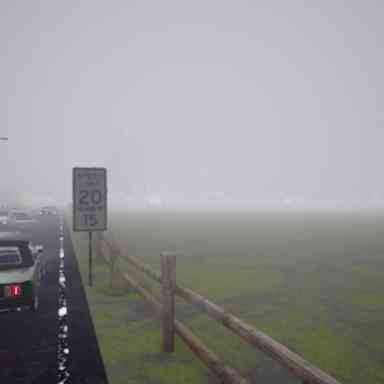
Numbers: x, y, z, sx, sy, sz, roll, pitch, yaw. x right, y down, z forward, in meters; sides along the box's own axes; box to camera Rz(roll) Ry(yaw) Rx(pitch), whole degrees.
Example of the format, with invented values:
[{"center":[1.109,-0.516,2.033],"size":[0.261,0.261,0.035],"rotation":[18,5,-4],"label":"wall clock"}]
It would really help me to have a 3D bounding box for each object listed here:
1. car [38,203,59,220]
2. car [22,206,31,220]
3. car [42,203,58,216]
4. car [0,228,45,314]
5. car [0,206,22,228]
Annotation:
[{"center":[-15.447,2.193,35.679],"size":[2.033,1.411,5.357],"rotation":[0,-1,-21],"label":"car"},{"center":[-18.340,2.231,35.278],"size":[1.994,1.385,4.181],"rotation":[0,-1,-21],"label":"car"},{"center":[-19.194,2.325,45.067],"size":[1.837,1.490,4.892],"rotation":[0,-1,-21],"label":"car"},{"center":[-4.391,1.730,7.471],"size":[1.895,1.301,4.718],"rotation":[0,-1,-21],"label":"car"},{"center":[-14.136,2.016,24.452],"size":[2.033,1.411,5.357],"rotation":[0,-1,-22],"label":"car"}]
